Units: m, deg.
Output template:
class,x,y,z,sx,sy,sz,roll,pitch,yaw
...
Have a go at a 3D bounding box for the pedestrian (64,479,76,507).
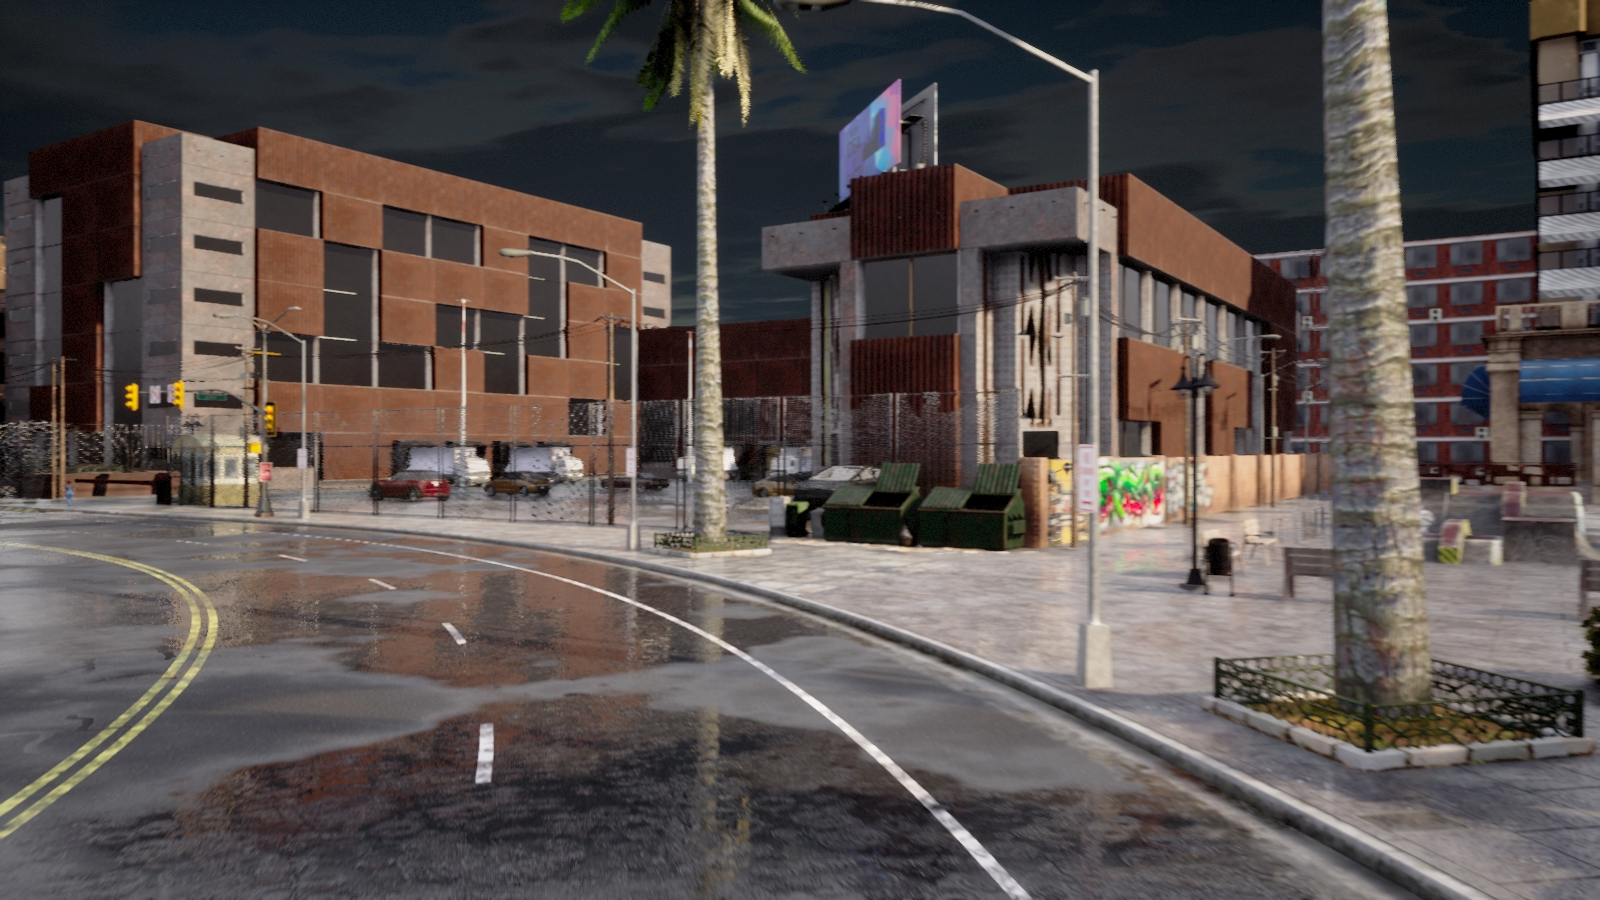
class,x,y,z,sx,sy,sz,roll,pitch,yaw
pedestrian,-34.378,2.003,53.801,0.375,1.300,0.375,0,0,30
